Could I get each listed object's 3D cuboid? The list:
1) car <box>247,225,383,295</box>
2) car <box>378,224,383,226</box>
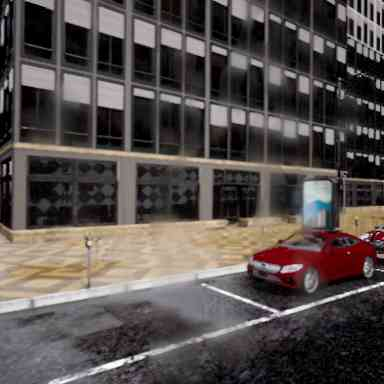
[{"bbox_3d":[3.362,1.692,8.961,4.206,1.307,1.802,1,-1,-35],"label":"car"},{"bbox_3d":[7.882,1.628,12.186,4.097,1.590,1.967,1,-1,-35],"label":"car"}]
